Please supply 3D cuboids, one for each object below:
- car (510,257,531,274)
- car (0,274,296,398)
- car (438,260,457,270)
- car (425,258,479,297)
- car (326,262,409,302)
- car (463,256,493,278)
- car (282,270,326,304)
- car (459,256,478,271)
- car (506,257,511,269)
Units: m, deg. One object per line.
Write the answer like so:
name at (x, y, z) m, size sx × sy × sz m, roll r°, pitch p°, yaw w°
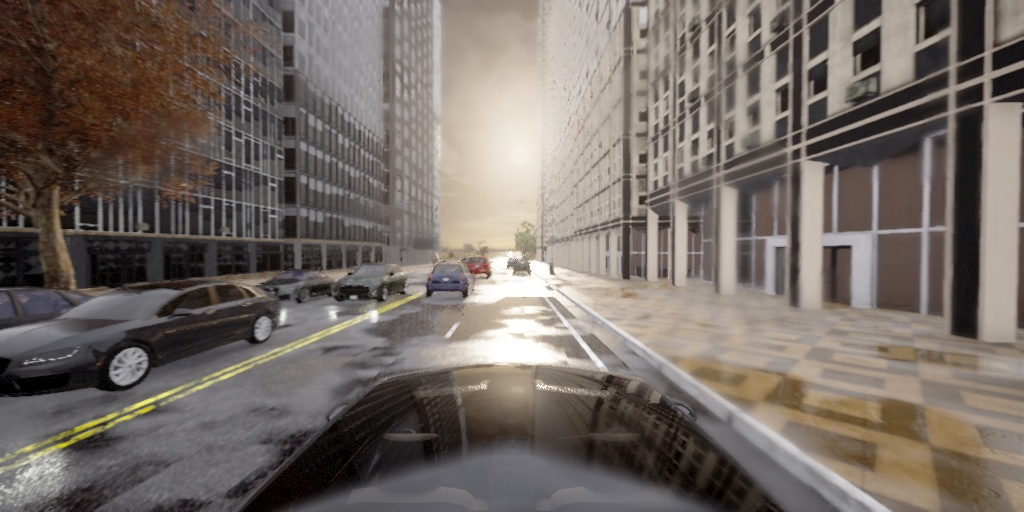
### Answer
car at (1.169, 1.194, 43.549) m, size 2.097 × 1.767 × 4.553 m, roll 0°, pitch 0°, yaw 0°
car at (-6.589, 1.259, 6.826) m, size 1.837 × 1.490 × 4.892 m, roll 0°, pitch 0°, yaw 0°
car at (-9.757, 1.325, 54.508) m, size 1.882 × 1.535 × 5.008 m, roll 0°, pitch 0°, yaw 1°
car at (-3.183, 1.140, 19.388) m, size 2.097 × 1.767 × 4.553 m, roll 0°, pitch 0°, yaw 0°
car at (-6.542, 1.130, 17.107) m, size 2.097 × 1.767 × 4.553 m, roll 0°, pitch 0°, yaw 0°
car at (-3.154, 1.046, 35.620) m, size 2.150 × 2.045 × 5.566 m, roll 0°, pitch 0°, yaw 0°
car at (-9.796, 1.337, 16.521) m, size 1.994 × 1.385 × 4.181 m, roll 0°, pitch 0°, yaw 0°
car at (-6.503, 1.074, 54.463) m, size 2.150 × 2.045 × 5.566 m, roll 0°, pitch 0°, yaw 1°
car at (0.046, 1.372, 61.714) m, size 1.837 × 1.490 × 4.892 m, roll 0°, pitch 0°, yaw 0°
